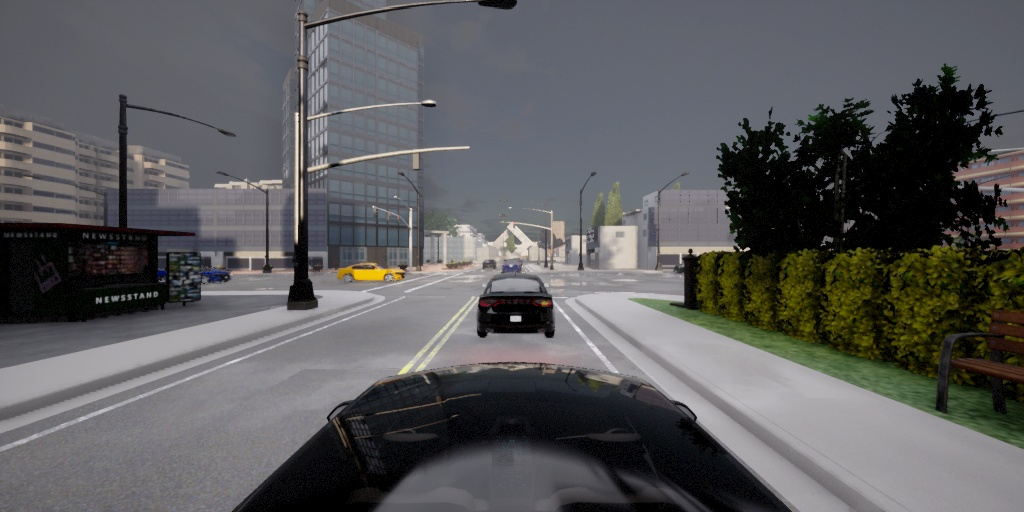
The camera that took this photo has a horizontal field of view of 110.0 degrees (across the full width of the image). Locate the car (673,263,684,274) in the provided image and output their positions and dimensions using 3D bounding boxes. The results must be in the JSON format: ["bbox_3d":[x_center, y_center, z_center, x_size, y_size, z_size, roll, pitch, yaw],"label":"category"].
[{"bbox_3d":[19.977,1.058,38.806,4.553,1.767,2.097,0,0,0],"label":"car"}]

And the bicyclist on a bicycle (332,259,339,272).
[{"bbox_3d":[-21.835,1.216,44.408,0.582,1.620,1.656,-1,0,0],"label":"bicyclist on a bicycle"}]

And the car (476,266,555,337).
[{"bbox_3d":[0.107,1.228,10.355,1.882,1.535,5.008,0,0,1],"label":"car"}]

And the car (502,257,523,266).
[{"bbox_3d":[0.015,1.116,41.550,2.097,1.767,4.553,0,0,3],"label":"car"}]

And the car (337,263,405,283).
[{"bbox_3d":[-10.919,1.286,27.976,5.008,1.535,1.882,0,0,0],"label":"car"}]

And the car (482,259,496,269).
[{"bbox_3d":[-3.395,1.228,54.136,1.882,1.535,5.008,0,0,0],"label":"car"}]

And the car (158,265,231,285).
[{"bbox_3d":[-24.758,1.431,27.918,5.008,1.535,1.882,-1,0,0],"label":"car"}]
